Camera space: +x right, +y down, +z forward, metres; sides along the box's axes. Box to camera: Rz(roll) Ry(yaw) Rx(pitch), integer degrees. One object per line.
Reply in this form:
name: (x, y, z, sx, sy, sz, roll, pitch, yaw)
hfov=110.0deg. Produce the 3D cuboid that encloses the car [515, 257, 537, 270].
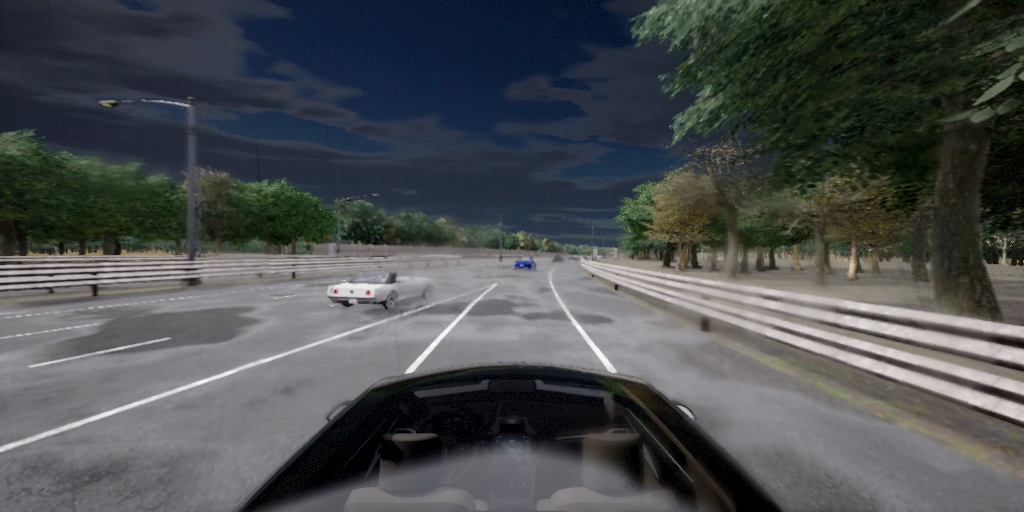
car: (1.647, 0.835, 41.811, 1.882, 1.535, 5.008, 1, 1, 14)

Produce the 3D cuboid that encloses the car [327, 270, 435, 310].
car: (-4.735, 1.189, 13.892, 1.895, 1.301, 4.718, 1, 1, 12)
